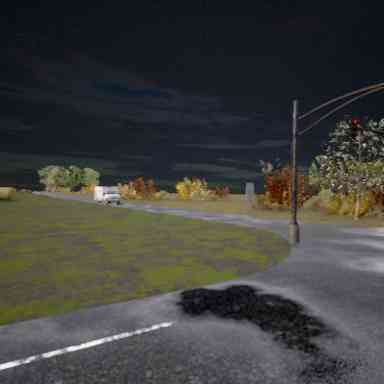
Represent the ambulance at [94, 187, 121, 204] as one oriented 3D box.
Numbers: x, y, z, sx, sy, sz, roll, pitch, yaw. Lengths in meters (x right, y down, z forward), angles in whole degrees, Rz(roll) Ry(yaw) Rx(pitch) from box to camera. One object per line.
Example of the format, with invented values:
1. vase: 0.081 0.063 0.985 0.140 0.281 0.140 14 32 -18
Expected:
1. ambulance: -12.575 0.493 49.568 2.351 2.431 6.366 2 0 -32
